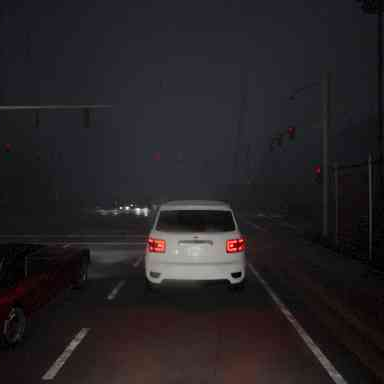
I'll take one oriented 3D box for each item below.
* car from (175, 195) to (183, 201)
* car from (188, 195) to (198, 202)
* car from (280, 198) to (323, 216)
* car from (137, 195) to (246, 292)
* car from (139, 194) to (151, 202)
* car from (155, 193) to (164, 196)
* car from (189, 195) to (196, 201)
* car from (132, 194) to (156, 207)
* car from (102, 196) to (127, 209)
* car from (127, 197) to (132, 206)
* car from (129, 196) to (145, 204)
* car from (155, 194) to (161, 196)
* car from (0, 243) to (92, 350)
[{"bbox_3d":[-3.327,1.540,86.037,2.033,1.411,5.357,0,0,0],"label":"car"},{"bbox_3d":[0.157,1.523,75.750,2.128,1.511,4.902,0,0,0],"label":"car"},{"bbox_3d":[11.016,1.407,32.677,4.553,1.767,2.097,0,0,0],"label":"car"},{"bbox_3d":[0.090,1.221,9.097,2.150,2.045,5.566,0,0,0],"label":"car"},{"bbox_3d":[-10.353,1.354,73.188,2.097,1.767,4.553,0,0,0],"label":"car"},{"bbox_3d":[-6.862,1.221,68.956,2.150,2.045,5.566,0,0,0],"label":"car"},{"bbox_3d":[0.173,1.524,86.152,1.812,1.442,4.674,0,0,0],"label":"car"},{"bbox_3d":[-6.989,1.491,48.981,2.128,1.511,4.902,0,0,0],"label":"car"},{"bbox_3d":[-10.505,1.352,44.592,2.097,1.767,4.553,0,0,0],"label":"car"},{"bbox_3d":[-10.483,1.491,53.748,2.128,1.511,4.902,0,0,0],"label":"car"},{"bbox_3d":[-10.424,1.491,63.140,2.128,1.511,4.902,0,0,1],"label":"car"},{"bbox_3d":[-6.959,1.525,58.242,1.812,1.442,4.674,0,0,0],"label":"car"},{"bbox_3d":[-3.430,1.601,6.173,1.895,1.301,4.718,0,0,1],"label":"car"}]
